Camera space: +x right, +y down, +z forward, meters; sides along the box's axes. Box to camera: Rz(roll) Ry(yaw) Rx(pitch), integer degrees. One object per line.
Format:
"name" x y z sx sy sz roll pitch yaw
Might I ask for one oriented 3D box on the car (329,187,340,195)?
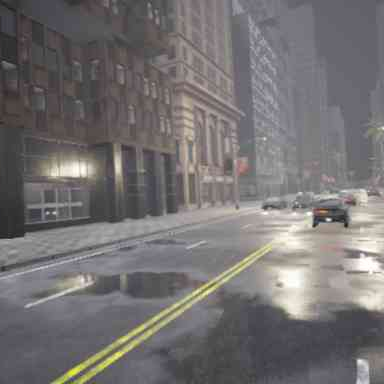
"car" 29.628 -0.291 68.979 1.882 1.535 5.008 -3 0 27

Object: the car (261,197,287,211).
"car" 8.928 1.204 35.626 2.033 1.411 5.357 -3 0 27

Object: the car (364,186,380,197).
"car" 29.601 0.041 54.373 2.033 1.411 5.357 -3 0 27

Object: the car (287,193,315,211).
"car" 10.975 1.035 32.517 1.837 1.490 4.892 -3 0 27

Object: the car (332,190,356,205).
"car" 17.088 0.756 36.943 1.994 1.385 4.181 -3 0 27

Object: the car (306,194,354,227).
"car" 8.202 1.143 19.509 1.837 1.490 4.892 -3 0 27

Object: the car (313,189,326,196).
"car" 27.607 0.086 72.134 2.033 1.411 5.357 -3 0 27

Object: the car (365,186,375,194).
"car" 38.923 -0.513 72.891 1.837 1.490 4.892 -3 0 27
